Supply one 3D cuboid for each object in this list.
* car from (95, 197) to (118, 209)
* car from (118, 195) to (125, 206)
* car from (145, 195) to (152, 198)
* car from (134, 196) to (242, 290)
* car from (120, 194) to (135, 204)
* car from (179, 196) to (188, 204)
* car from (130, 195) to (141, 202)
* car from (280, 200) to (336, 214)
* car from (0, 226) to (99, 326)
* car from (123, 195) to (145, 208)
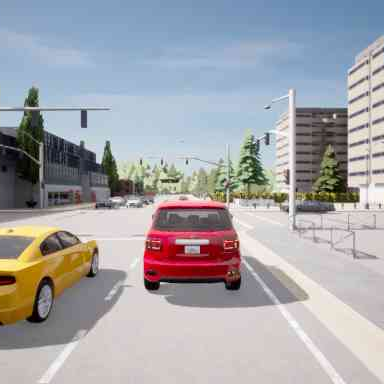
[{"bbox_3d":[-11.796,1.564,45.354,1.994,1.385,4.181,0,0,-2],"label":"car"},{"bbox_3d":[-12.035,1.526,53.789,1.812,1.442,4.674,0,0,-1],"label":"car"},{"bbox_3d":[-8.653,1.505,58.741,1.837,1.490,4.892,0,0,-1],"label":"car"},{"bbox_3d":[0.011,1.221,9.196,2.150,2.045,5.566,0,0,0],"label":"car"},{"bbox_3d":[-12.269,1.352,63.705,2.097,1.767,4.553,0,0,-1],"label":"car"},{"bbox_3d":[-1.721,1.525,67.142,1.812,1.442,4.674,0,0,-2],"label":"car"},{"bbox_3d":[-12.510,1.500,73.928,1.837,1.490,4.892,0,0,-2],"label":"car"},{"bbox_3d":[12.066,1.547,34.671,5.357,1.411,2.033,0,0,-2],"label":"car"},{"bbox_3d":[-3.482,1.478,7.207,1.882,1.535,5.008,0,0,0],"label":"car"},{"bbox_3d":[-8.385,1.526,48.657,1.812,1.442,4.674,0,0,-1],"label":"car"}]
